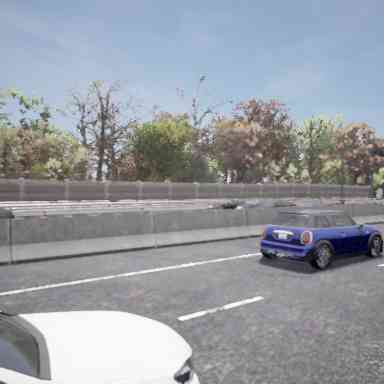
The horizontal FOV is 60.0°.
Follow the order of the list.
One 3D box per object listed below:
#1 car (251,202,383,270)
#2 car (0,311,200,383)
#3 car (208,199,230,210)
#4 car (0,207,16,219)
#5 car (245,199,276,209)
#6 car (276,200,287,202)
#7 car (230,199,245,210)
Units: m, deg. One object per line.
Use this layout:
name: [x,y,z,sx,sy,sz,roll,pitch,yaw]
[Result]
car: [4.456,1.351,11.223,4.553,1.767,2.097,0,0,-35]
car: [-2.092,1.526,2.256,4.674,1.442,1.812,0,0,-35]
car: [3.951,1.496,36.888,4.902,1.511,2.128,0,0,-35]
car: [-13.472,1.492,20.169,4.902,1.511,2.128,0,0,-35]
car: [7.639,1.482,30.925,5.008,1.535,1.882,0,0,-35]
car: [9.927,1.552,28.260,5.357,1.411,2.033,0,0,-35]
car: [6.717,1.497,34.563,4.902,1.511,2.128,0,0,-35]
